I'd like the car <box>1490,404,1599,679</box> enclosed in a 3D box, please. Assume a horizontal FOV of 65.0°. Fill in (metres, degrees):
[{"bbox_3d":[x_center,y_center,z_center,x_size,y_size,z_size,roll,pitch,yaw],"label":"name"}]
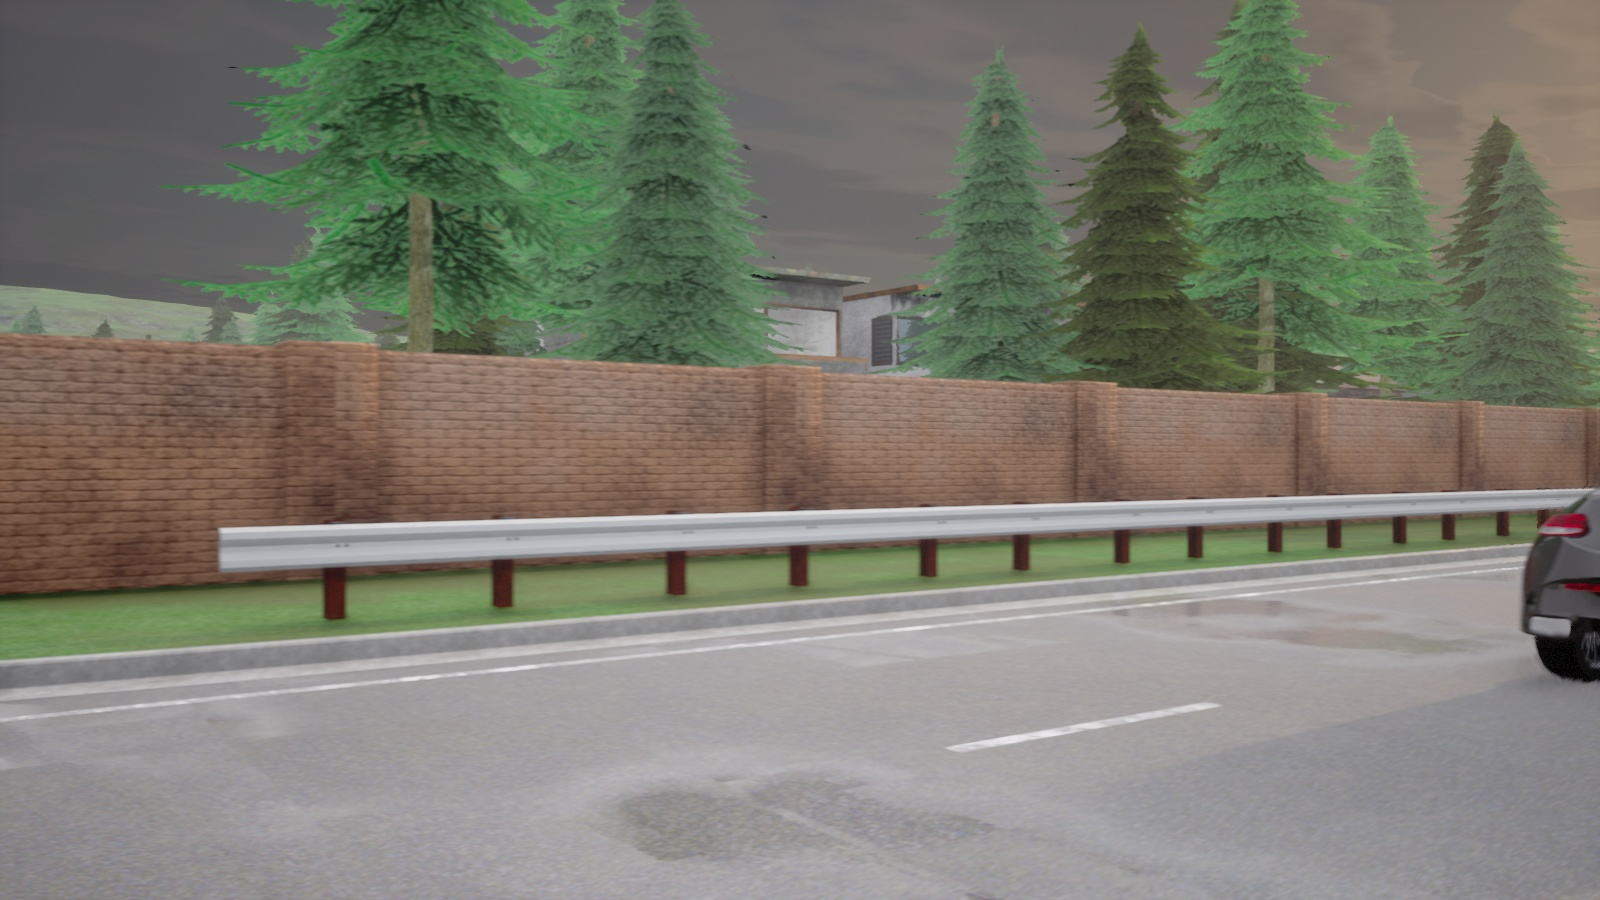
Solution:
[{"bbox_3d":[7.106,0.542,8.605,5.027,1.651,2.152,0,0,-35],"label":"car"}]
